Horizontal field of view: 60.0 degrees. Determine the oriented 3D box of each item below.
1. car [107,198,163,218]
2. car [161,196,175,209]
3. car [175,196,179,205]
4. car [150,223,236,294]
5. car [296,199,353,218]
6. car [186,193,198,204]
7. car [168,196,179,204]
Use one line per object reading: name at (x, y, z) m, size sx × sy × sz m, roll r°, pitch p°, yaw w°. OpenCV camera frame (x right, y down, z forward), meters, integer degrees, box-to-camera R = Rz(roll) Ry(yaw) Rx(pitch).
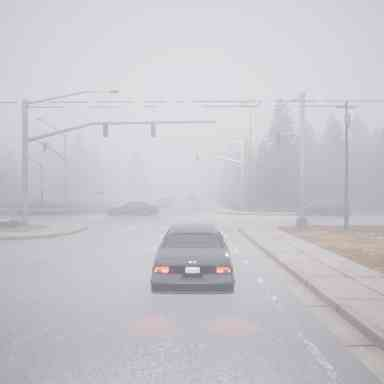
car at (-5.273, 1.542, 29.901) m, size 4.674 × 1.442 × 1.812 m, roll 0°, pitch 0°, yaw 1°
car at (-3.698, 1.505, 45.044) m, size 1.837 × 1.490 × 4.892 m, roll 0°, pitch 0°, yaw 0°
car at (-3.695, 1.491, 54.695) m, size 2.128 × 1.511 × 4.902 m, roll 0°, pitch 0°, yaw 0°
car at (0.030, 1.545, 8.919) m, size 2.033 × 1.411 × 5.357 m, roll 0°, pitch 0°, yaw 0°
car at (11.704, 1.379, 29.633) m, size 4.553 × 1.767 × 2.097 m, roll 0°, pitch 0°, yaw 1°
car at (0.015, 1.223, 62.466) m, size 2.150 × 2.045 × 5.566 m, roll 0°, pitch 0°, yaw 1°
car at (-3.597, 1.505, 64.573) m, size 1.837 × 1.490 × 4.892 m, roll 0°, pitch 0°, yaw 1°
